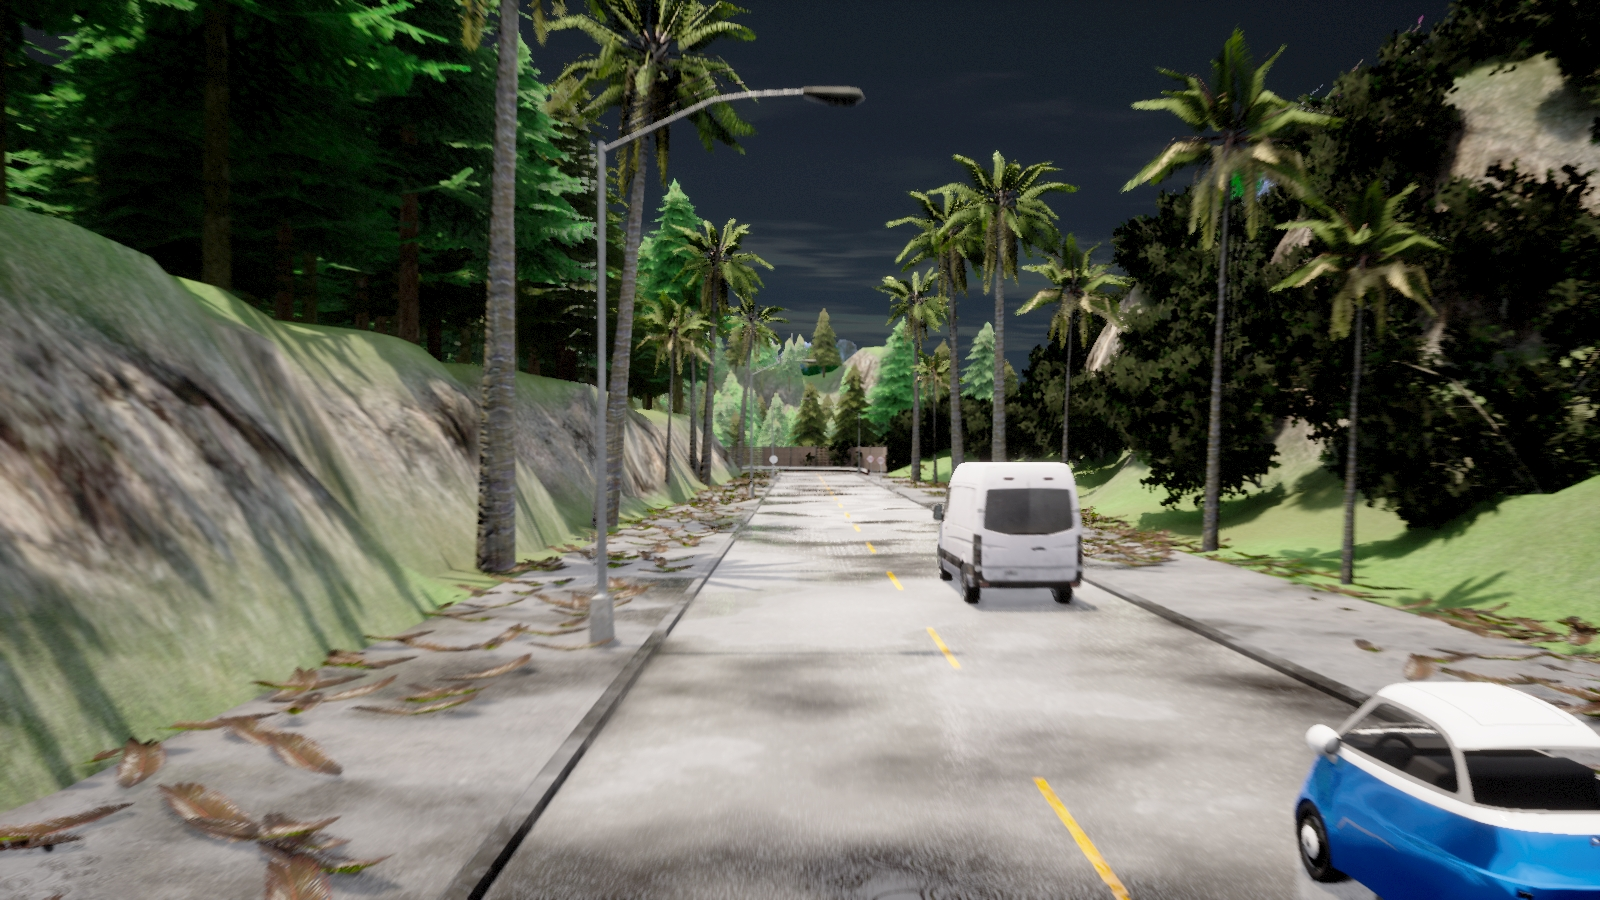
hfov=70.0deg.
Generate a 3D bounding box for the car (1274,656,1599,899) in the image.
[{"bbox_3d":[4.002,2.119,6.750,1.481,1.376,2.207,0,1,0],"label":"car"}]

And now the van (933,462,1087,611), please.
[{"bbox_3d":[3.992,1.532,22.808,1.988,2.561,5.915,0,0,0],"label":"van"}]
